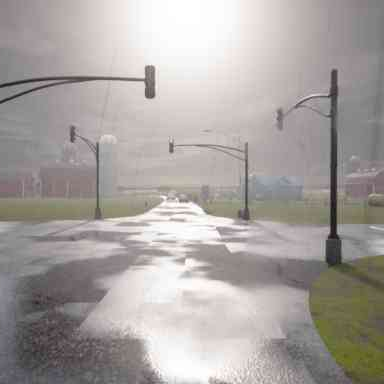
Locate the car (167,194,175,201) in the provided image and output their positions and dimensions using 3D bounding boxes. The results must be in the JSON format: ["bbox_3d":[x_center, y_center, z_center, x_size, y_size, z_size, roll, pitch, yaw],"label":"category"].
[{"bbox_3d":[-4.655,1.182,74.000,1.812,1.442,4.674,0,0,-3],"label":"car"}]

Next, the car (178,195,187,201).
[{"bbox_3d":[-2.274,1.464,79.983,1.837,1.490,4.892,0,0,-4],"label":"car"}]

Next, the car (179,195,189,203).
[{"bbox_3d":[-1.670,1.624,69.999,1.895,1.301,4.718,0,0,-3],"label":"car"}]
